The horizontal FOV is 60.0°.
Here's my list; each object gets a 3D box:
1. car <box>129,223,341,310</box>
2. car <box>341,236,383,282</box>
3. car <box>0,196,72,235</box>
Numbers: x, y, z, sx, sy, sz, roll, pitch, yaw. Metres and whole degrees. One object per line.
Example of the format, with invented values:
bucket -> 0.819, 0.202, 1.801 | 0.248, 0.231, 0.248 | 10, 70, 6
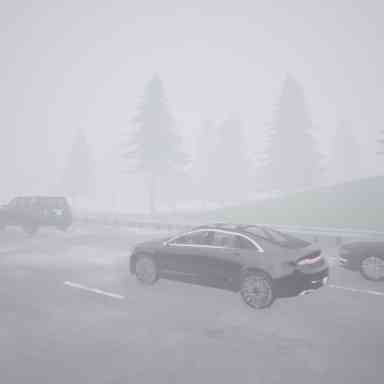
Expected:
car -> 0.608, 1.491, 7.859 | 4.902, 1.511, 2.128 | 0, 0, 36
car -> 6.250, 1.505, 8.133 | 4.892, 1.490, 1.837 | 0, 0, 36
car -> -9.237, 1.221, 19.189 | 5.566, 2.045, 2.150 | 0, 0, 36
